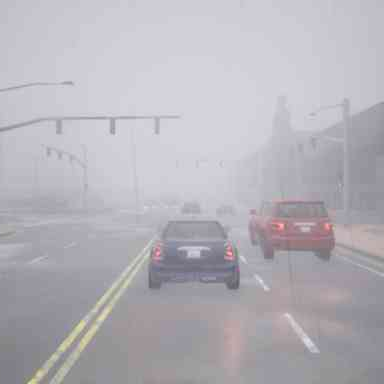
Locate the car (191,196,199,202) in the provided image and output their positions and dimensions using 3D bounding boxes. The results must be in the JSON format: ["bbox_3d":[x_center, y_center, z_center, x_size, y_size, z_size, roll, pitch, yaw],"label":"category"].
[{"bbox_3d":[0.842,1.858,89.297,1.895,1.301,4.718,0,0,1],"label":"car"}]

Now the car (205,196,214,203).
[{"bbox_3d":[4.074,1.826,78.947,2.128,1.511,4.902,0,0,1],"label":"car"}]

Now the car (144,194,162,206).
[{"bbox_3d":[-7.013,1.448,58.421,2.150,2.045,5.566,0,0,2],"label":"car"}]

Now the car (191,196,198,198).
[{"bbox_3d":[0.573,1.777,78.942,1.882,1.535,5.008,0,0,1],"label":"car"}]

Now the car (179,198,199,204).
[{"bbox_3d":[-0.086,1.636,33.680,1.837,1.490,4.892,0,0,0],"label":"car"}]

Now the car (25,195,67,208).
[{"bbox_3d":[-21.481,1.344,49.038,4.605,1.855,1.932,0,0,0],"label":"car"}]

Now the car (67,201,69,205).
[{"bbox_3d":[-21.426,1.358,51.932,3.866,1.878,1.905,0,0,0],"label":"car"}]

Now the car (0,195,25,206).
[{"bbox_3d":[-38.975,1.431,71.542,4.605,1.855,1.932,0,0,0],"label":"car"}]

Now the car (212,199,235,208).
[{"bbox_3d":[3.398,1.660,34.706,1.812,1.442,4.674,0,0,-1],"label":"car"}]

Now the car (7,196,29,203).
[{"bbox_3d":[-38.910,1.652,74.437,3.905,1.438,1.784,0,0,0],"label":"car"}]

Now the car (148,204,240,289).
[{"bbox_3d":[0.055,1.389,9.424,2.097,1.767,4.553,0,0,0],"label":"car"}]

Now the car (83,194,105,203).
[{"bbox_3d":[-21.455,1.433,71.556,3.866,1.878,1.905,0,0,0],"label":"car"}]

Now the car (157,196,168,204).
[{"bbox_3d":[-6.559,1.763,73.981,1.882,1.535,5.008,0,0,1],"label":"car"}]

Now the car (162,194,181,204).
[{"bbox_3d":[-3.513,1.448,58.362,2.150,2.045,5.566,0,0,2],"label":"car"}]

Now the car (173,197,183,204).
[{"bbox_3d":[-3.060,1.809,73.877,1.812,1.442,4.674,0,0,1],"label":"car"}]

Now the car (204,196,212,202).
[{"bbox_3d":[4.340,1.802,89.178,2.033,1.411,5.357,0,0,1],"label":"car"}]

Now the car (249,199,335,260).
[{"bbox_3d":[3.556,1.266,12.762,2.150,2.045,5.566,0,-1,3],"label":"car"}]

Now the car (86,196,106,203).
[{"bbox_3d":[-21.443,1.684,74.450,3.806,1.475,1.970,0,0,0],"label":"car"}]
